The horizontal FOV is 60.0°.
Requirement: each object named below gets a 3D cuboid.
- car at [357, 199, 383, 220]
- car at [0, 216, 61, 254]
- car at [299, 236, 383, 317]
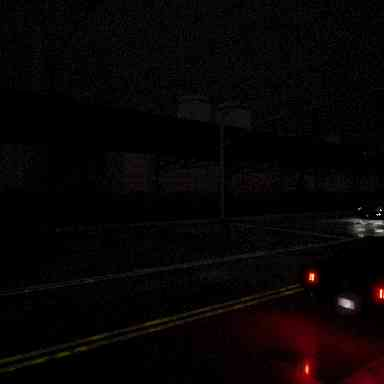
[{"bbox_3d":[16.018,1.350,28.249,4.553,1.767,2.097,0,0,-35],"label":"car"},{"bbox_3d":[-6.973,1.564,11.913,4.181,1.385,1.994,0,0,-35],"label":"car"},{"bbox_3d":[4.439,1.601,6.919,4.718,1.301,1.895,0,0,-35],"label":"car"}]
